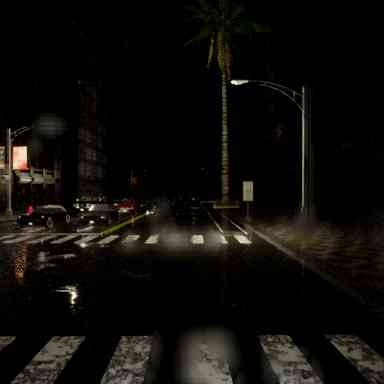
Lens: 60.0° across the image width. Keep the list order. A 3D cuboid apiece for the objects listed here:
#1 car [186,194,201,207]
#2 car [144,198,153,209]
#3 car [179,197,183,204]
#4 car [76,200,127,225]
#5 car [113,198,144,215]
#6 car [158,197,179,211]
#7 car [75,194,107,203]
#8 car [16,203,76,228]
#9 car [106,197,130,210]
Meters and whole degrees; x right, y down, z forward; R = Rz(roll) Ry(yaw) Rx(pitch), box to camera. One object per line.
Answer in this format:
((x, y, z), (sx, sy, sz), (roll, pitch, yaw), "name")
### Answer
((0.229, 1.258, 53.439), (2.150, 2.045, 5.566), (0, 0, 0), "car")
((-6.395, 1.526, 44.575), (1.837, 1.490, 4.892), (0, 0, 0), "car")
((-2.888, 1.626, 65.201), (1.994, 1.385, 4.181), (0, 0, 0), "car")
((-6.495, 1.553, 24.189), (2.033, 1.411, 5.357), (0, 0, 0), "car")
((-6.445, 1.536, 34.145), (1.812, 1.442, 4.674), (0, 0, 0), "car")
((-2.977, 1.580, 40.430), (1.994, 1.385, 4.181), (0, 0, 0), "car")
((-9.708, 1.231, 32.144), (2.150, 2.045, 5.566), (0, 0, 0), "car")
((-9.766, 1.605, 22.386), (1.895, 1.301, 4.718), (0, 0, 1), "car")
((-9.650, 1.512, 43.891), (2.128, 1.511, 4.902), (0, 0, 0), "car")
